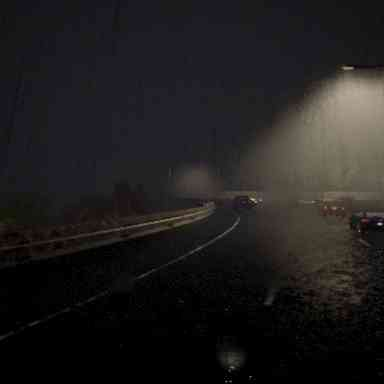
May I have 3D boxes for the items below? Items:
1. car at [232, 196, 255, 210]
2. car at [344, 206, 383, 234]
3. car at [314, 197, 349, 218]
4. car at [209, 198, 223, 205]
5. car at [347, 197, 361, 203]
[{"bbox_3d":[7.233,1.593,49.062,2.150,2.045,5.566,1,-1,-1],"label":"car"},{"bbox_3d":[11.246,1.815,20.965,1.994,1.385,4.181,1,0,14],"label":"car"},{"bbox_3d":[14.734,1.730,35.383,2.097,1.767,4.553,1,0,13],"label":"car"},{"bbox_3d":[4.918,2.020,68.758,2.033,1.411,5.357,1,0,-12],"label":"car"},{"bbox_3d":[32.644,2.006,68.559,5.566,2.045,2.150,1,0,-36],"label":"car"}]
